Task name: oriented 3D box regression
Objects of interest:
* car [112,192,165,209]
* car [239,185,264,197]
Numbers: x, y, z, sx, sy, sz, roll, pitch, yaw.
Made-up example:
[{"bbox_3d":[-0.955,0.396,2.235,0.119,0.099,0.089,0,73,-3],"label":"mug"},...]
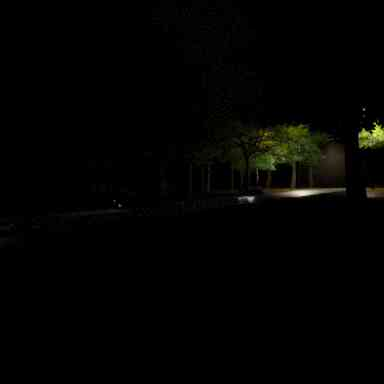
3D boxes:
[{"bbox_3d":[-4.554,0.709,28.837,1.895,1.301,4.718,-1,2,38],"label":"car"},{"bbox_3d":[8.210,-0.172,45.408,1.812,1.442,4.674,-1,2,38],"label":"car"}]
